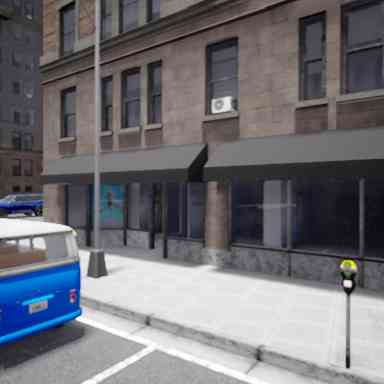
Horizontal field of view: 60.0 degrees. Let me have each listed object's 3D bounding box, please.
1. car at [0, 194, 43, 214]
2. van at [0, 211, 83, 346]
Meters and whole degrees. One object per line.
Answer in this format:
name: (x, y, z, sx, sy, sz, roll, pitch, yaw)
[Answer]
car: (-15.450, 1.225, 29.364, 2.150, 2.045, 5.566, 0, 1, 35)
van: (-3.624, 1.344, 5.662, 3.998, 1.788, 1.690, 0, 0, 36)
